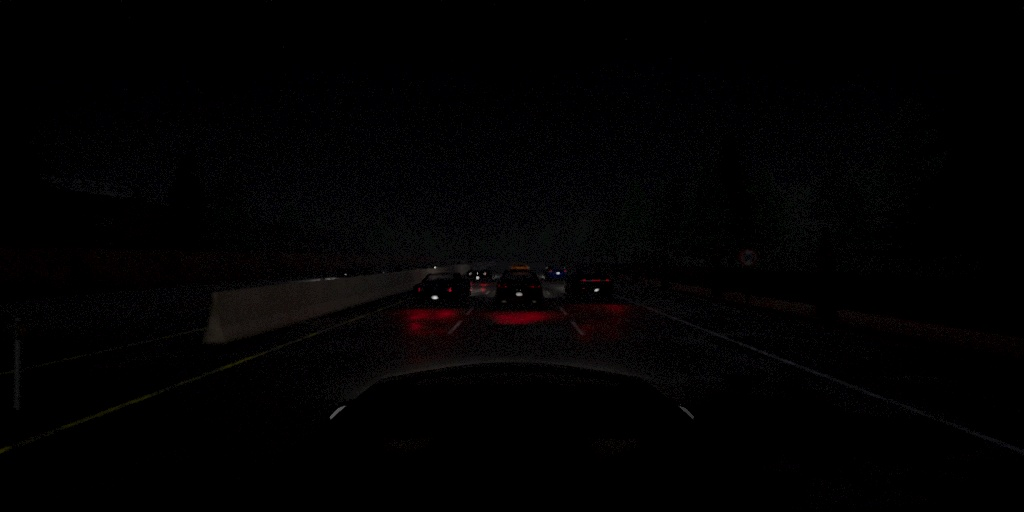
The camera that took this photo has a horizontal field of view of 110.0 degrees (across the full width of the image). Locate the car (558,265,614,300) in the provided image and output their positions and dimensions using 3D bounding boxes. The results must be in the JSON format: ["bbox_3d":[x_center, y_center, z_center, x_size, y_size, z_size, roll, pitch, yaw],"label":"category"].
[{"bbox_3d":[3.884,1.354,18.631,2.128,1.511,4.902,0,0,1],"label":"car"}]

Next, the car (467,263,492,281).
[{"bbox_3d":[-2.830,1.547,32.416,1.895,1.301,4.718,0,0,1],"label":"car"}]

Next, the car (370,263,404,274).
[{"bbox_3d":[-13.364,1.476,39.720,2.128,1.511,4.902,0,0,1],"label":"car"}]

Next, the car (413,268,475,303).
[{"bbox_3d":[-3.150,1.448,17.135,1.895,1.301,4.718,0,0,1],"label":"car"}]

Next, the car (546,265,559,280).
[{"bbox_3d":[4.215,1.530,34.420,1.994,1.385,4.181,0,0,1],"label":"car"}]

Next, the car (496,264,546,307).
[{"bbox_3d":[0.328,1.321,16.167,1.882,1.535,5.008,0,0,1],"label":"car"}]

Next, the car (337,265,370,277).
[{"bbox_3d":[-16.889,1.575,38.696,1.895,1.301,4.718,0,0,1],"label":"car"}]

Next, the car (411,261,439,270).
[{"bbox_3d":[-9.862,1.551,39.788,1.994,1.385,4.181,0,0,1],"label":"car"}]
